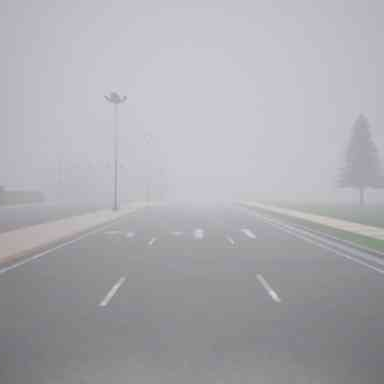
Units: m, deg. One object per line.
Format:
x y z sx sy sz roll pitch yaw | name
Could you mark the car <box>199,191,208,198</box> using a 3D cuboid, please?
3.079 0.689 91.175 2.150 2.045 5.566 0 0 0 | car
